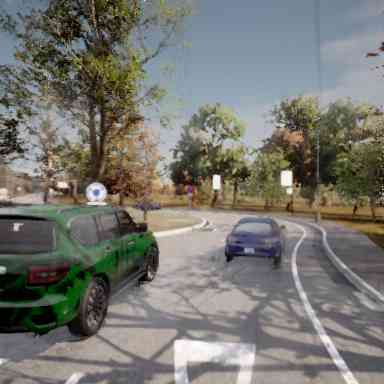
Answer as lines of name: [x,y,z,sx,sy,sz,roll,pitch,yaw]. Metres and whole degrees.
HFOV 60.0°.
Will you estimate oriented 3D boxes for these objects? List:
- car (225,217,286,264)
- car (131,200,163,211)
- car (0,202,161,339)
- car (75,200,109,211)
car: [2.448,1.661,12.413,1.812,1.442,4.674,0,-1,17]
car: [-6.564,1.952,48.235,4.181,1.385,1.994,0,-1,24]
car: [-2.323,1.262,6.979,2.150,2.045,5.566,0,0,9]
car: [-14.052,1.870,46.969,4.181,1.385,1.994,1,-1,4]
